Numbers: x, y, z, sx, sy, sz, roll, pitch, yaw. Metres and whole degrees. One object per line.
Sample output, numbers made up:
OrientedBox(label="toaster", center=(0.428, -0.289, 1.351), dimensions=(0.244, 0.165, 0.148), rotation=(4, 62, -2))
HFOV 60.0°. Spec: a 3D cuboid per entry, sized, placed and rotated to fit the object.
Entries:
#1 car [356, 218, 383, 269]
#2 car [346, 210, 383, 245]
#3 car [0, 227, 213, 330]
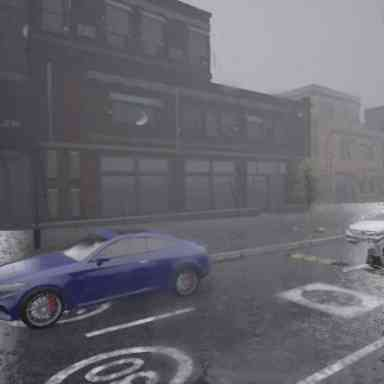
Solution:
OrientedBox(label="car", center=(6.946, 1.551, 9.731), dimensions=(4.181, 1.385, 1.994), rotation=(0, 0, -35))
OrientedBox(label="car", center=(8.554, 1.502, 14.304), dimensions=(4.674, 1.442, 1.812), rotation=(0, 0, -35))
OrientedBox(label="car", center=(-1.670, 1.525, 7.036), dimensions=(4.674, 1.442, 1.812), rotation=(0, 0, -36))
